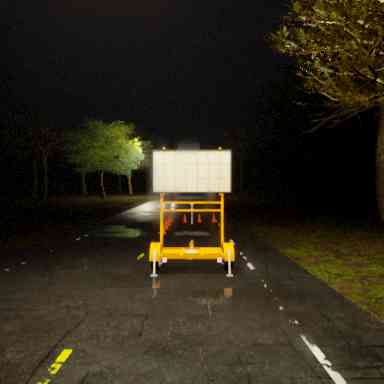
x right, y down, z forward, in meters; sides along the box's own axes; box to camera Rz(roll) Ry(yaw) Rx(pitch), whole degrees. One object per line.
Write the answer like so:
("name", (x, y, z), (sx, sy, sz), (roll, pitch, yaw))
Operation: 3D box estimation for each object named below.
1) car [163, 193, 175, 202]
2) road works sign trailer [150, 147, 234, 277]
("car", (-3.503, 0.879, 49.317), (1.837, 1.490, 4.892), (0, 2, 0))
("road works sign trailer", (0.000, 0.433, 10.157), (2.380, 3.560, 2.880), (0, 0, 0))
